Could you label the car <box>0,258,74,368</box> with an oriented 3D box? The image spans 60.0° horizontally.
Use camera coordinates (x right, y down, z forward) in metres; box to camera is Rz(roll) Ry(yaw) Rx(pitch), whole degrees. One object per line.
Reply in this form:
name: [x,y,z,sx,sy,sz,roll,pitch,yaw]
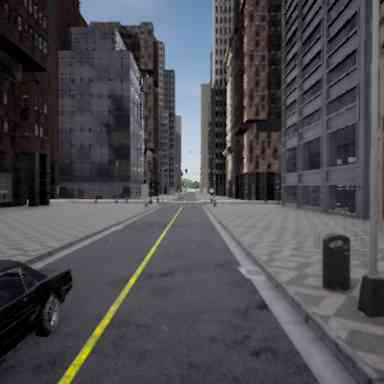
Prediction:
car: [-3.101,1.597,3.899,1.895,1.301,4.718,0,0,0]
